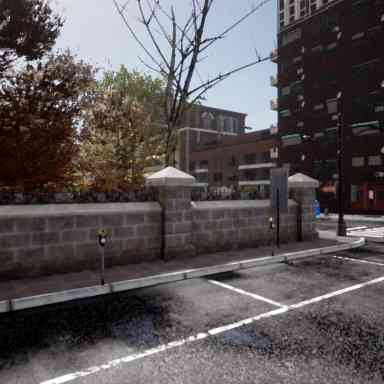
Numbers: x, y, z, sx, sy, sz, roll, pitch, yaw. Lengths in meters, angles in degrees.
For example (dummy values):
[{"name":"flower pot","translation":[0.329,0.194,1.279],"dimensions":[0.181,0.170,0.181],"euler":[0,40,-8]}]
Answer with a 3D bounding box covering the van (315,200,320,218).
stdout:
[{"name":"van","translation":[10.496,1.647,32.597],"dimensions":[1.690,1.788,3.998],"euler":[-1,0,-36]}]
